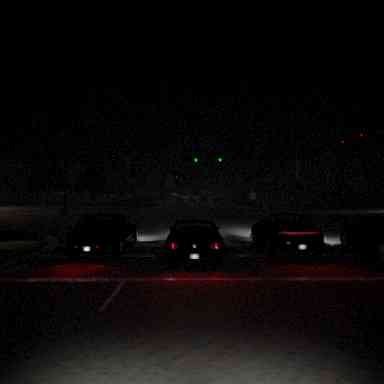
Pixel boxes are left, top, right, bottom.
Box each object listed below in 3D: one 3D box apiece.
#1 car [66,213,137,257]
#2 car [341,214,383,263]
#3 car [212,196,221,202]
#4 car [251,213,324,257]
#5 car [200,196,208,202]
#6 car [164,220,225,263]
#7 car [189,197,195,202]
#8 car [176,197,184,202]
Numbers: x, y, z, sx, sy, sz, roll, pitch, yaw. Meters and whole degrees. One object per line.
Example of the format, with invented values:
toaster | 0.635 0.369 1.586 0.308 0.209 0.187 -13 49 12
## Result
car | -3.408 1.582 13.218 1.837 1.490 4.892 0 0 0
car | 7.178 1.575 12.193 1.837 1.490 4.892 0 0 1
car | 7.019 2.029 91.837 1.812 1.442 4.674 0 0 0
car | 3.592 1.567 13.204 2.128 1.511 4.902 0 0 0
car | 3.519 2.039 91.421 2.033 1.411 5.357 0 0 0
car | 0.090 1.670 12.260 1.895 1.301 4.718 0 0 0
car | 0.019 2.025 91.422 2.128 1.511 4.902 0 0 0
car | -3.481 2.040 91.422 2.033 1.411 5.357 0 0 0
